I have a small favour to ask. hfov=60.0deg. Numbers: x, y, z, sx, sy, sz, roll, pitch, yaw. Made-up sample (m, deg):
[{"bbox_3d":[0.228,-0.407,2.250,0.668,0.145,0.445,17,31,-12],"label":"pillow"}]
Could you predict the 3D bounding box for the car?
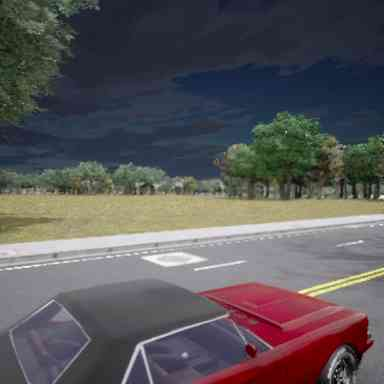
[{"bbox_3d":[-0.200,1.601,3.297,4.718,1.301,1.895,0,0,-36],"label":"car"}]
